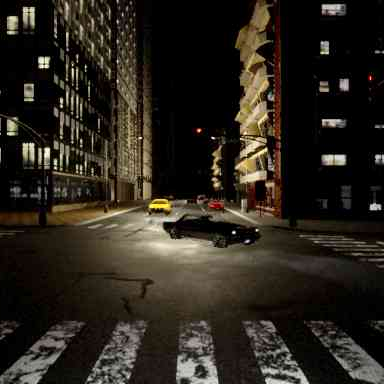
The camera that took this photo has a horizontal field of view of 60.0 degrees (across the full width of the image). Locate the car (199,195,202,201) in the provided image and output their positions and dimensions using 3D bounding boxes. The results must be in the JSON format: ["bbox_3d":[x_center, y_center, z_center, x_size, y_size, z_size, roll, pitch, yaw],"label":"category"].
[{"bbox_3d":[2.607,1.571,55.782,2.008,1.369,4.403,0,0,0],"label":"car"}]

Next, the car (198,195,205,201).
[{"bbox_3d":[2.554,1.491,89.674,1.967,1.590,4.097,0,0,0],"label":"car"}]

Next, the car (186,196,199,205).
[{"bbox_3d":[0.007,1.528,59.967,1.837,1.490,4.892,0,0,0],"label":"car"}]

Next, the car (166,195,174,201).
[{"bbox_3d":[-5.827,1.595,89.661,1.887,1.381,4.507,0,0,0],"label":"car"}]

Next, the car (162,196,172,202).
[{"bbox_3d":[-5.809,1.589,78.363,2.008,1.369,4.403,0,0,0],"label":"car"}]

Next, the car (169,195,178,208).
[{"bbox_3d":[-3.166,1.542,49.070,1.812,1.442,4.674,0,0,0],"label":"car"}]

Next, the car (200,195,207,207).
[{"bbox_3d":[2.615,1.567,50.134,2.008,1.369,4.403,0,0,0],"label":"car"}]

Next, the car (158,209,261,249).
[{"bbox_3d":[0.752,1.648,15.028,1.895,1.301,4.718,1,0,-41],"label":"car"}]

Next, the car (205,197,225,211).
[{"bbox_3d":[2.685,1.591,37.216,1.802,1.307,4.206,0,0,0],"label":"car"}]

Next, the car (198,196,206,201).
[{"bbox_3d":[2.563,1.626,84.025,1.802,1.307,4.206,0,0,0],"label":"car"}]

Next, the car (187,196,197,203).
[{"bbox_3d":[-0.021,1.594,70.278,1.994,1.385,4.181,0,0,0],"label":"car"}]

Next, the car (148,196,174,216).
[{"bbox_3d":[-3.150,1.484,33.013,1.882,1.535,5.008,0,0,0],"label":"car"}]
